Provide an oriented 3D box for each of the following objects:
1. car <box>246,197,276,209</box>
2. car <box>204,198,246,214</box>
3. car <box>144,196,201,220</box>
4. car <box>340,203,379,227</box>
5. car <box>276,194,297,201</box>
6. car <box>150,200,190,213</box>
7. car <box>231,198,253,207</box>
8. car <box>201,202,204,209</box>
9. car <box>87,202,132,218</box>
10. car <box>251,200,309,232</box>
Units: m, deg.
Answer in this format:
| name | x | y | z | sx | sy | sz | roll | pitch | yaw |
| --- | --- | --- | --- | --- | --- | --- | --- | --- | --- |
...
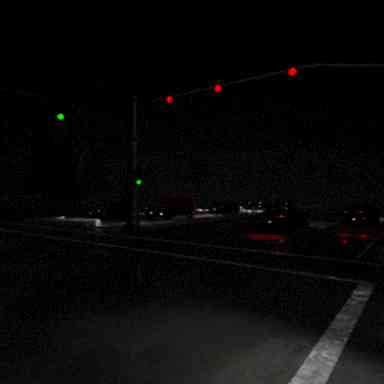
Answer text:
| name | x | y | z | sx | sy | sz | roll | pitch | yaw |
| --- | --- | --- | --- | --- | --- | --- | --- | --- | --- |
| car | 9.546 | 1.495 | 46.422 | 2.097 | 1.767 | 4.553 | -1 | 0 | 35 |
| car | 3.835 | 1.646 | 38.259 | 2.128 | 1.511 | 4.902 | -1 | 0 | 35 |
| car | -1.850 | 1.389 | 30.120 | 2.150 | 2.045 | 5.566 | -1 | 0 | 35 |
| car | 11.617 | 1.498 | 22.945 | 2.128 | 1.511 | 4.902 | -1 | 0 | 35 |
| car | 15.647 | 1.351 | 55.022 | 2.150 | 2.045 | 5.566 | -1 | 0 | 36 |
| car | -2.592 | 1.777 | 41.283 | 2.033 | 1.411 | 5.357 | -1 | 0 | 35 |
| car | 8.689 | 1.731 | 57.298 | 1.812 | 1.442 | 4.674 | -1 | 0 | 36 |
| car | 2.786 | 1.782 | 48.956 | 1.994 | 1.385 | 4.181 | -1 | 0 | 35 |
| car | -8.166 | 1.745 | 33.295 | 1.837 | 1.490 | 4.892 | -1 | 0 | 35 |
| car | 5.800 | 1.526 | 20.754 | 1.882 | 1.535 | 5.008 | -1 | 0 | 35 |
